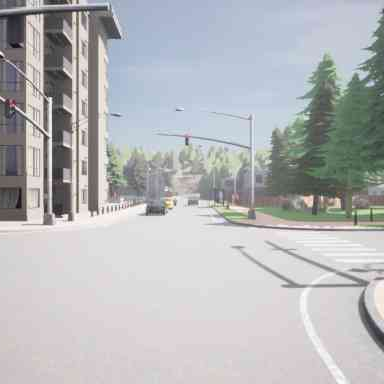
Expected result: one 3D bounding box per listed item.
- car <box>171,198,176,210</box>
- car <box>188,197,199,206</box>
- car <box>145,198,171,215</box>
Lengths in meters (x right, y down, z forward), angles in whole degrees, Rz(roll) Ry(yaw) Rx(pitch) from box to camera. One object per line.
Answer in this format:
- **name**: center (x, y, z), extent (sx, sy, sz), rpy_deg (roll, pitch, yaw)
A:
- **car**: center (-3.447, 1.478, 43.469), extent (1.882, 1.535, 5.008), rpy_deg (0, 0, 0)
- **car**: center (0.185, 1.547, 55.689), extent (2.033, 1.411, 5.357), rpy_deg (0, 0, 0)
- **car**: center (-3.489, 1.478, 33.508), extent (1.882, 1.535, 5.008), rpy_deg (0, 0, 0)
